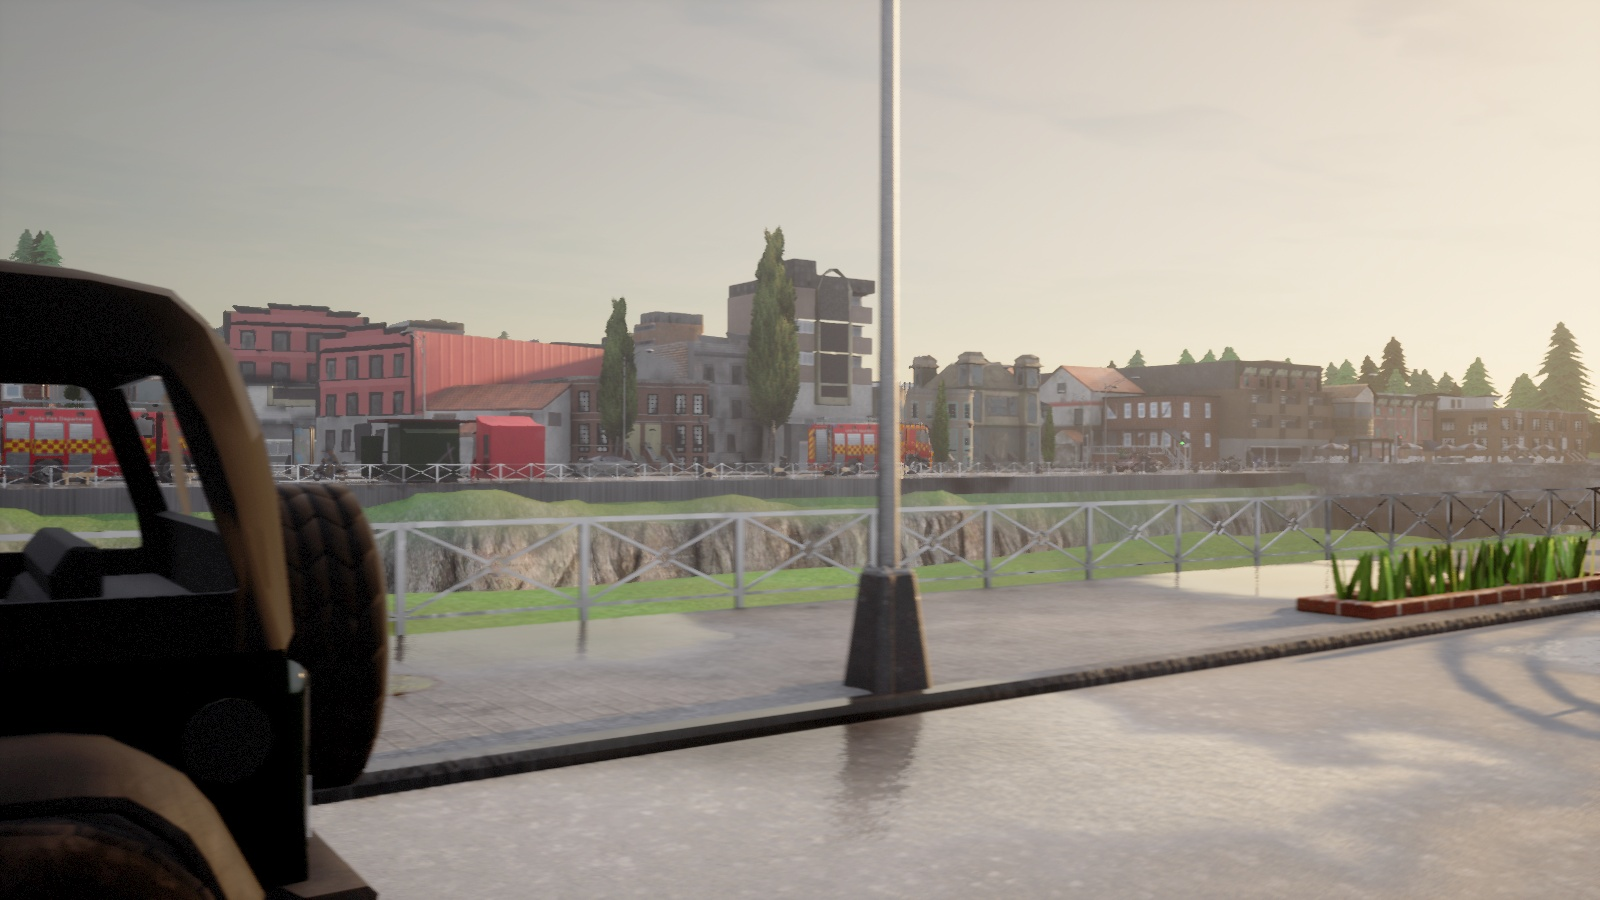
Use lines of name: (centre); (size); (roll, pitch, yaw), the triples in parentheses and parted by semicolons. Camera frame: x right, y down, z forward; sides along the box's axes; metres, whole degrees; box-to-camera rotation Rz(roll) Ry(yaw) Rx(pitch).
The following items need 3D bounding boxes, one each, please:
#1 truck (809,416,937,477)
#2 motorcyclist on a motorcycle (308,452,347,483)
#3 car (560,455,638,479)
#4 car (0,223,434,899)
truck: (4.886, -0.227, 82.862); (8.468, 3.827, 2.891); (0, 0, -35)
motorcyclist on a motorcycle: (-25.144, 0.915, 66.816); (1.817, 1.590, 0.866); (0, 0, -35)
car: (-12.130, 1.021, 75.878); (4.181, 1.385, 1.994); (0, 0, -35)
car: (-2.884, 0.552, 2.262); (3.866, 1.878, 1.905); (0, 0, -35)
